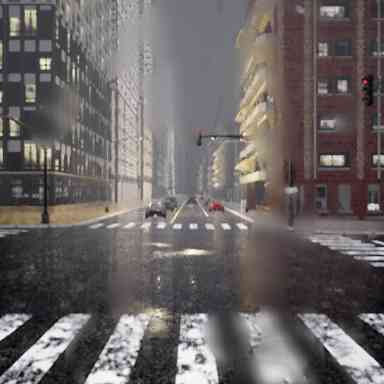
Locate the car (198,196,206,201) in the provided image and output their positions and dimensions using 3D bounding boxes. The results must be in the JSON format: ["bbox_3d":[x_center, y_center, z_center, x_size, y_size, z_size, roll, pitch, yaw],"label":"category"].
[{"bbox_3d":[2.587,1.646,84.352,1.802,1.307,4.206,0,0,0],"label":"car"}]

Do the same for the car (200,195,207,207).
[{"bbox_3d":[2.629,1.579,50.461,2.008,1.369,4.403,0,0,0],"label":"car"}]

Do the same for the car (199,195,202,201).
[{"bbox_3d":[2.623,1.584,56.109,2.008,1.369,4.403,0,0,0],"label":"car"}]

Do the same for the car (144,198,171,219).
[{"bbox_3d":[-3.156,1.560,29.803,2.033,1.411,5.357,0,0,-4],"label":"car"}]

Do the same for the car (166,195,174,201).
[{"bbox_3d":[-5.800,1.617,89.990,1.887,1.381,4.507,0,0,0],"label":"car"}]

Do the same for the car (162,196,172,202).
[{"bbox_3d":[-5.786,1.608,78.692,2.008,1.369,4.403,0,0,0],"label":"car"}]

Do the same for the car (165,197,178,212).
[{"bbox_3d":[-3.132,1.584,39.823,1.994,1.385,4.181,0,0,1],"label":"car"}]

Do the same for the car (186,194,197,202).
[{"bbox_3d":[-0.085,1.235,70.111,2.097,1.767,4.553,0,0,0],"label":"car"}]

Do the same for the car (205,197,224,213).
[{"bbox_3d":[2.695,1.600,37.543,1.802,1.307,4.206,0,0,0],"label":"car"}]

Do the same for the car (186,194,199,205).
[{"bbox_3d":[-0.073,1.563,60.138,1.812,1.442,4.674,0,0,0],"label":"car"}]

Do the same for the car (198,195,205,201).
[{"bbox_3d":[2.580,1.512,90.001,1.967,1.590,4.097,0,0,0],"label":"car"}]
